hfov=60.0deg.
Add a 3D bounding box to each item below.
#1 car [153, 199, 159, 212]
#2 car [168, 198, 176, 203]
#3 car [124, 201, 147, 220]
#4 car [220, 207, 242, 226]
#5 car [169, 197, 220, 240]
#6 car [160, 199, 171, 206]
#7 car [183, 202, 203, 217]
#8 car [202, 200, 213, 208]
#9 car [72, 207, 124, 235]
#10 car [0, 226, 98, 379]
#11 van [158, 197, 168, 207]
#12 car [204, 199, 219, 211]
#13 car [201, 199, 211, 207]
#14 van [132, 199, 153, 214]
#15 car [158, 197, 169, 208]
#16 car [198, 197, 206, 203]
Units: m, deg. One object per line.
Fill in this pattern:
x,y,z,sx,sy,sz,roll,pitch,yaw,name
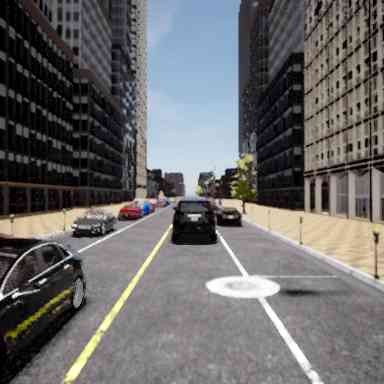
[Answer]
-5.647,1.948,42.433,1.802,1.307,4.206,0,0,0,car
-5.597,2.307,93.491,1.752,1.417,4.829,0,0,0,car
-5.658,1.814,31.049,1.887,1.381,4.507,0,0,0,car
2.717,1.789,25.336,1.947,1.339,4.313,0,0,0,car
0.115,1.381,18.084,2.150,2.045,5.566,0,0,0,car
-5.619,2.165,70.894,1.947,1.339,4.313,0,0,0,car
0.134,1.867,36.785,2.033,1.411,5.357,0,0,0,car
2.750,2.091,59.486,1.802,1.307,4.206,0,0,0,car
-5.670,1.722,19.665,2.008,1.369,4.403,0,0,0,car
-3.096,1.550,5.032,1.837,1.490,4.892,0,0,0,car
-5.623,1.894,65.203,1.690,1.788,3.998,0,0,0,van
2.740,1.856,48.103,1.967,1.590,4.097,0,0,0,car
2.756,2.082,65.349,1.752,1.417,4.829,0,0,0,car
-5.652,1.659,36.744,1.690,1.788,3.998,0,0,0,van
-5.630,1.947,59.510,1.967,1.590,4.097,0,0,0,car
2.785,2.225,93.638,1.967,1.590,4.097,0,0,0,car
